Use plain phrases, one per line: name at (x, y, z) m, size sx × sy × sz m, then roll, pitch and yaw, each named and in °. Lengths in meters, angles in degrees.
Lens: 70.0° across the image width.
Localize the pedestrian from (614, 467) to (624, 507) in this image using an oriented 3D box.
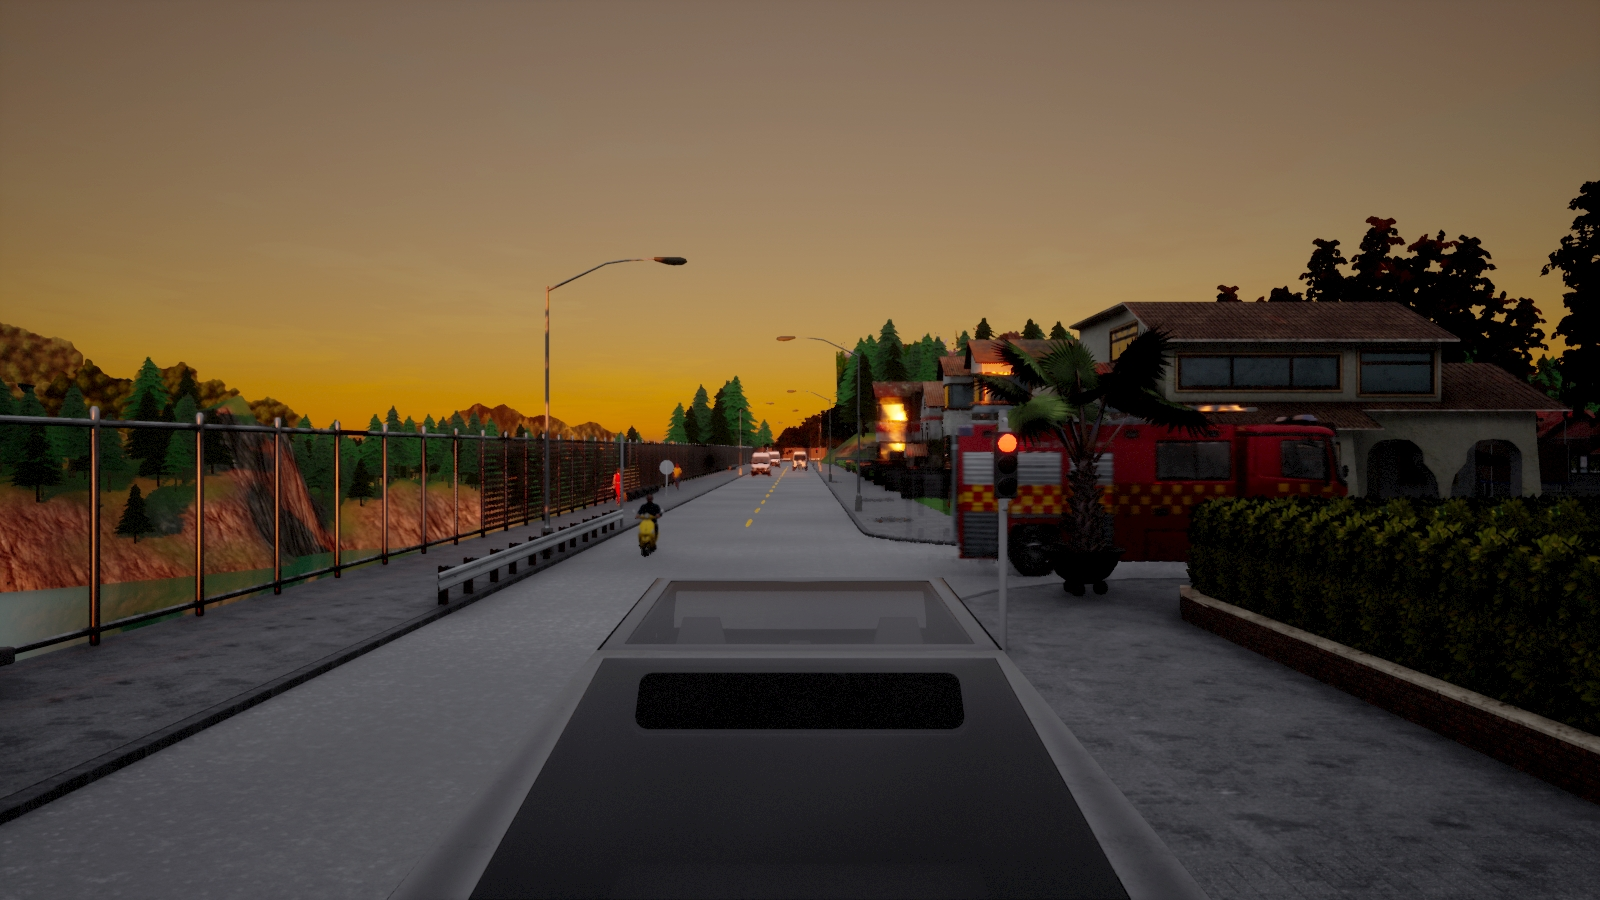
pedestrian at (-8.547, 1.724, 53.871) m, size 0.375 × 1.860 × 0.375 m, roll 0°, pitch 0°, yaw 8°

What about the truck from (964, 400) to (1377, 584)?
truck at (7.996, 0.880, 25.771) m, size 8.468 × 3.827 × 2.891 m, roll 0°, pitch 0°, yaw 8°

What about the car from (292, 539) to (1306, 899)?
car at (-0.001, 1.751, 5.830) m, size 2.390 × 2.098 × 6.274 m, roll 0°, pitch 0°, yaw 0°

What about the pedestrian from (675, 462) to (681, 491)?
pedestrian at (-7.991, 1.718, 74.796) m, size 0.375 × 1.860 × 0.375 m, roll 0°, pitch 0°, yaw -2°

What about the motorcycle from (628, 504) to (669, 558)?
motorcycle at (-4.001, 2.130, 30.320) m, size 0.856 × 1.316 × 1.805 m, roll 0°, pitch 0°, yaw 0°

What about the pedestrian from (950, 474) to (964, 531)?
pedestrian at (5.150, 1.722, 37.485) m, size 0.375 × 1.860 × 0.375 m, roll 0°, pitch 0°, yaw -6°
